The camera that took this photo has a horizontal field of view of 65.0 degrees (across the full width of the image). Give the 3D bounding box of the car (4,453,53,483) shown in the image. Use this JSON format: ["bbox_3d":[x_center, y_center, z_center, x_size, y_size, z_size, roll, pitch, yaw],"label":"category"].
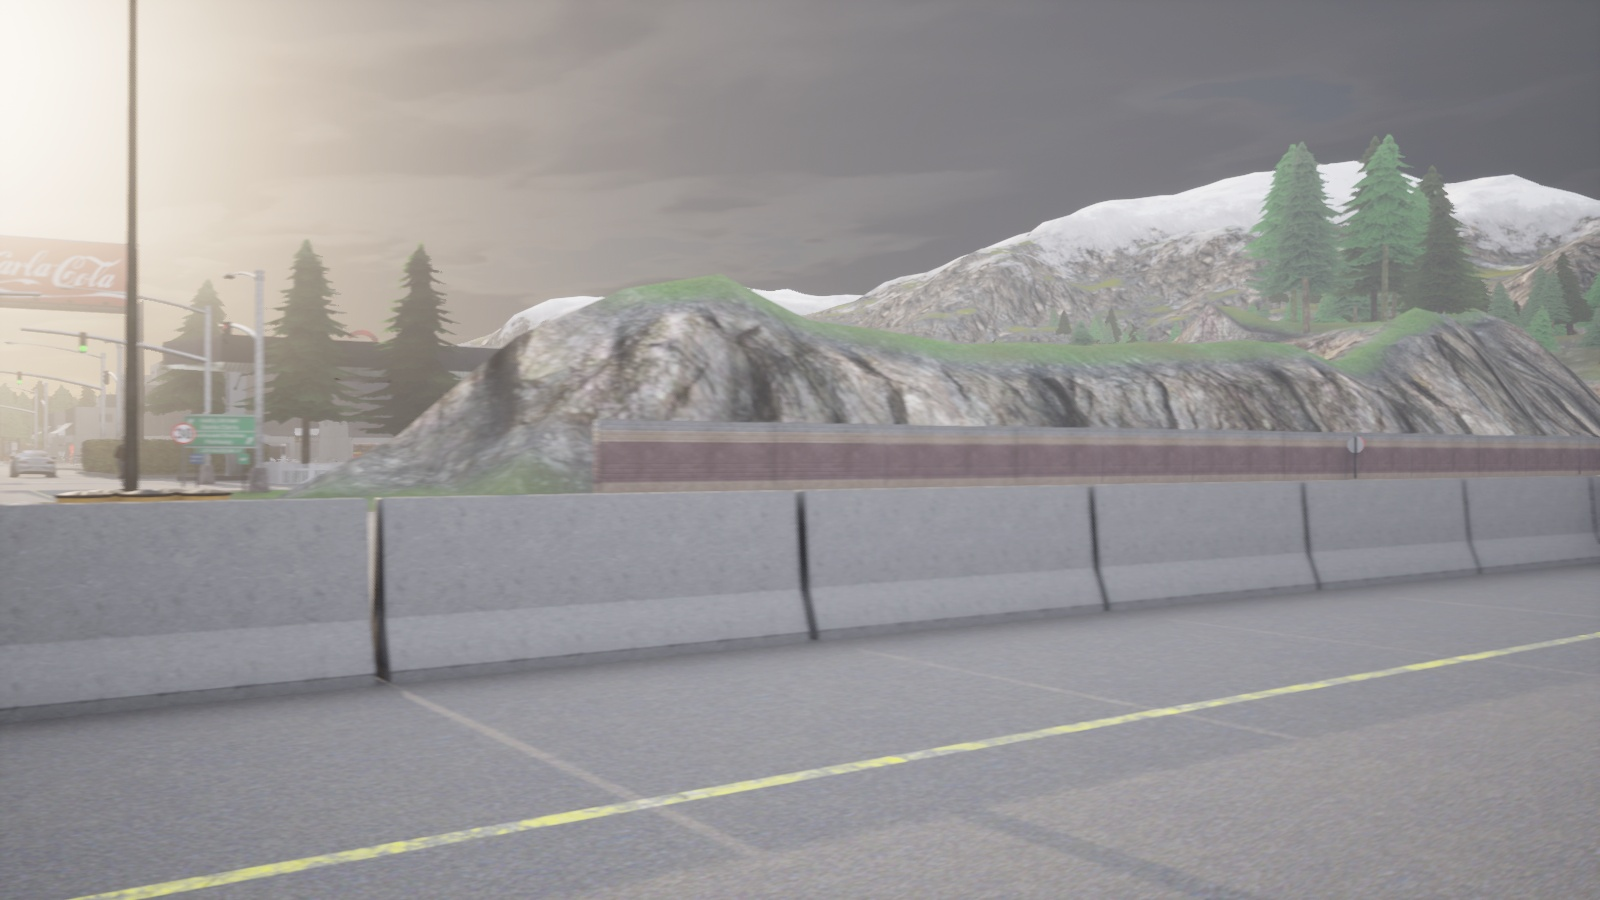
[{"bbox_3d":[-39.577,0.908,64.366,1.812,1.442,4.674,1,-1,-35],"label":"car"}]
